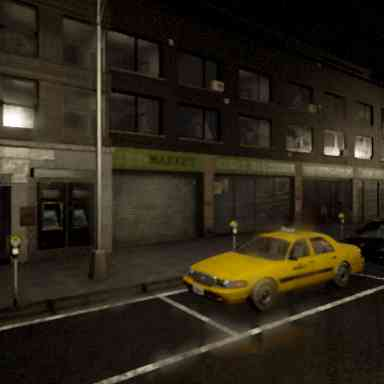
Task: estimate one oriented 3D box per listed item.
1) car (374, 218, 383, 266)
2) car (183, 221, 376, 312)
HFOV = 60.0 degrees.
[{"bbox_3d":[6.625,1.560,10.912,4.313,1.339,1.947,0,0,-35],"label":"car"},{"bbox_3d":[2.080,1.523,7.671,4.829,1.417,1.752,0,0,-35],"label":"car"}]
